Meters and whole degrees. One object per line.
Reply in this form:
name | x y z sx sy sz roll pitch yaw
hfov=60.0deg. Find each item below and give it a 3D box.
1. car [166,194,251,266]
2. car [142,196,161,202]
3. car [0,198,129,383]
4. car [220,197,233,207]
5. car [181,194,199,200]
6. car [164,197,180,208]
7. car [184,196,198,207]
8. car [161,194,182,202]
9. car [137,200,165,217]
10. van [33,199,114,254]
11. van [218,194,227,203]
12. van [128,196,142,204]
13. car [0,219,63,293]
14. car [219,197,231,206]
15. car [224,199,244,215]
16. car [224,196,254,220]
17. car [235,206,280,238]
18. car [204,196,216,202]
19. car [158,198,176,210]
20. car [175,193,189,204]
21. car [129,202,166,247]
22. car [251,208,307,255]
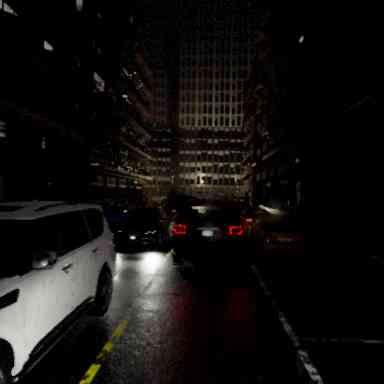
car | 0.579 1.234 11.793 2.150 2.045 5.566 1 0 3
car | -4.010 1.226 24.941 2.192 1.841 5.009 1 0 3
car | -2.676 1.176 4.536 2.150 2.045 5.566 1 0 3
car | 5.420 1.560 52.836 1.752 1.417 4.829 1 0 3
car | -0.489 1.244 85.376 4.181 1.385 1.994 2 0 33
car | -2.778 1.436 47.299 1.752 1.417 4.829 1 0 3
car | -0.067 1.369 49.914 1.837 1.490 4.892 1 0 3
car | -1.281 1.172 29.239 2.150 2.045 5.566 1 0 3
car | -3.704 1.492 30.574 1.802 1.307 4.206 1 0 3
van | -4.633 1.254 13.678 1.690 1.788 3.998 1 0 3
van | 6.349 1.383 69.561 1.690 1.788 3.998 1 0 3
van | -4.322 1.253 19.309 1.690 1.788 3.998 1 0 3
car | -4.950 1.497 8.046 1.802 1.307 4.206 1 0 3
car | 5.731 1.562 58.467 1.752 1.417 4.829 1 0 3
car | 4.485 1.558 35.940 1.752 1.417 4.829 1 0 3
car | 4.169 1.348 30.139 2.192 1.841 5.009 1 0 3
car | 3.541 1.579 18.876 1.887 1.381 4.507 1 0 3
car | 4.090 1.546 76.710 1.994 1.385 4.181 1 0 -5
car | -3.081 1.492 41.837 1.802 1.307 4.206 1 0 3
car | -1.829 1.231 64.365 2.192 1.841 5.009 1 0 3
car | -2.098 1.454 14.979 1.837 1.490 4.892 1 1 3
car | 3.239 1.561 13.414 1.752 1.417 4.829 1 0 3
